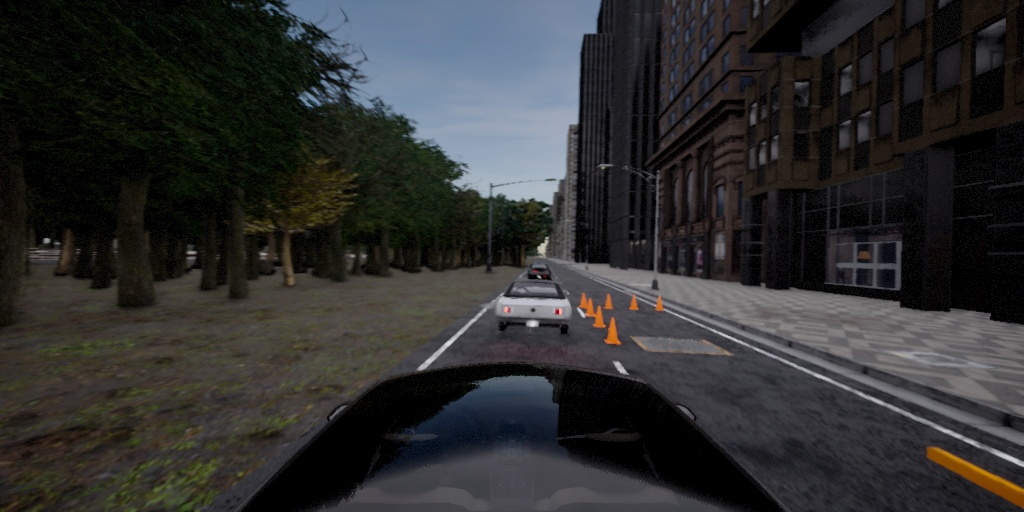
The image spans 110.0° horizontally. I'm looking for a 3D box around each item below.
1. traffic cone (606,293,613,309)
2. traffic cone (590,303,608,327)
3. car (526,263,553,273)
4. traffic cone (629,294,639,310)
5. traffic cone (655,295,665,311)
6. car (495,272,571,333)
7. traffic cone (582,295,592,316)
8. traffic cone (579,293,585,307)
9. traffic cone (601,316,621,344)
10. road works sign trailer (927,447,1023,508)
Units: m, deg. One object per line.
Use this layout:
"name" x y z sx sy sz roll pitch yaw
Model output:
"traffic cone" 3.894 1.808 14.496 0.340 0.580 0.340 0 0 5
"traffic cone" 2.567 1.771 10.592 0.340 0.580 0.340 0 0 5
"car" 2.180 1.315 28.806 1.837 1.490 4.892 2 0 5
"traffic cone" 4.890 1.835 14.413 0.340 0.580 0.340 0 0 5
"traffic cone" 5.886 1.862 14.330 0.340 0.580 0.340 0 0 5
"car" 0.693 1.366 10.936 1.895 1.301 4.718 2 0 5
"traffic cone" 2.732 1.777 12.586 0.340 0.580 0.340 0 0 5
"traffic cone" 2.898 1.781 14.579 0.340 0.580 0.340 0 0 5
"traffic cone" 2.401 1.766 8.599 0.340 0.580 0.340 0 0 5
"road works sign trailer" 3.303 0.304 1.500 2.380 3.560 2.880 0 0 5
